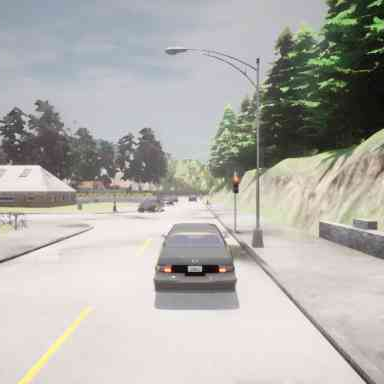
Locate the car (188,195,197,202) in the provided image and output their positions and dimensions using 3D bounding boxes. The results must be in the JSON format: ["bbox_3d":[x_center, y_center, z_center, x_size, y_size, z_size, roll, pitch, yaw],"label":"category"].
[{"bbox_3d":[0.137,1.516,75.751,2.128,1.511,4.902,0,0,0],"label":"car"}]

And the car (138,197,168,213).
[{"bbox_3d":[-4.442,1.505,36.933,1.837,1.490,4.892,1,0,10],"label":"car"}]

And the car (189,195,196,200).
[{"bbox_3d":[0.156,1.408,86.111,1.812,1.442,4.674,0,0,0],"label":"car"}]

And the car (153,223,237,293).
[{"bbox_3d":[0.075,1.547,8.997,2.033,1.411,5.357,0,0,0],"label":"car"}]

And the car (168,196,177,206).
[{"bbox_3d":[-3.991,1.492,54.275,2.128,1.511,4.902,0,0,0],"label":"car"}]
